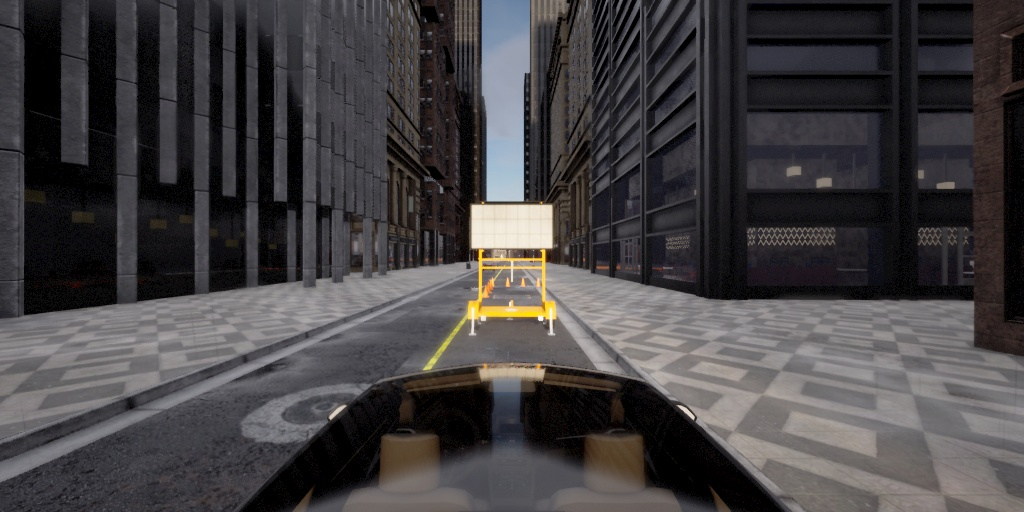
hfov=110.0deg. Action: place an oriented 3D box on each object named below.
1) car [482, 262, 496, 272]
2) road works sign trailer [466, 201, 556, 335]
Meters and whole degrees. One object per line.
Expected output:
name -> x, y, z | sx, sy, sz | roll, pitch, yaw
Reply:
car -> -3.007, 1.362, 45.402 | 1.895, 1.301, 4.718 | 0, 0, 0
road works sign trailer -> 0.002, 0.215, 10.470 | 2.380, 3.560, 2.880 | 0, 0, 0
